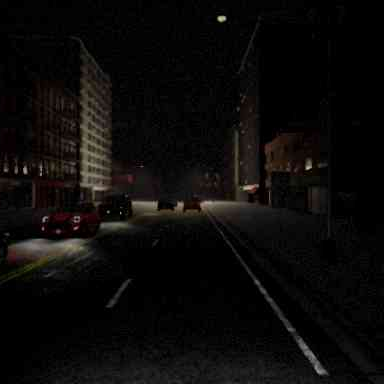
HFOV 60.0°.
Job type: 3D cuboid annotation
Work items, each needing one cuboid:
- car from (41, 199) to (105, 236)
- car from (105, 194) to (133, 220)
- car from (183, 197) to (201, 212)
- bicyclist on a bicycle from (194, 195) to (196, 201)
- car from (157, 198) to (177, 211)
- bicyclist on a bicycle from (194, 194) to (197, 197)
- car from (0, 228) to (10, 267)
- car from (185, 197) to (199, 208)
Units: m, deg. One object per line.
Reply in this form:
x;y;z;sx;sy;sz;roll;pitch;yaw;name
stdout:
-6.606;1.365;18.563;2.097;1.767;4.553;0;0;-1;car
-6.596;1.240;29.049;2.150;2.045;5.566;0;0;0;car
-0.005;1.376;39.014;2.097;1.767;4.553;0;0;0;car
0.882;1.509;90.946;0.582;1.620;1.656;0;0;0;bicyclist on a bicycle
-3.157;1.503;40.457;1.882;1.535;5.008;0;0;0;car
0.882;1.421;81.942;0.659;1.776;1.843;0;0;0;bicyclist on a bicycle
-6.602;1.511;8.471;1.837;1.490;4.892;0;0;0;car
-0.005;1.508;49.318;1.882;1.535;5.008;0;0;0;car
